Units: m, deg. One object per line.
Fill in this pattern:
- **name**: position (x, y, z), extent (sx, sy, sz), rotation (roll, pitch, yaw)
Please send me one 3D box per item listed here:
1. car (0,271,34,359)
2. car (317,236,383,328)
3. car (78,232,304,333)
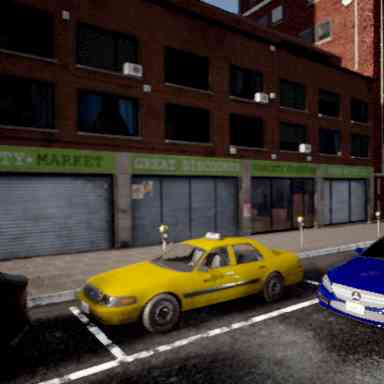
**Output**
- **car**: position (-4.108, 1.559, 3.645), extent (4.313, 1.339, 1.947), rotation (0, -1, -35)
- **car**: position (4.438, 1.560, 6.530), extent (4.674, 1.442, 1.812), rotation (0, 0, -35)
- **car**: position (0.251, 1.544, 6.755), extent (4.829, 1.417, 1.752), rotation (0, -1, -35)
